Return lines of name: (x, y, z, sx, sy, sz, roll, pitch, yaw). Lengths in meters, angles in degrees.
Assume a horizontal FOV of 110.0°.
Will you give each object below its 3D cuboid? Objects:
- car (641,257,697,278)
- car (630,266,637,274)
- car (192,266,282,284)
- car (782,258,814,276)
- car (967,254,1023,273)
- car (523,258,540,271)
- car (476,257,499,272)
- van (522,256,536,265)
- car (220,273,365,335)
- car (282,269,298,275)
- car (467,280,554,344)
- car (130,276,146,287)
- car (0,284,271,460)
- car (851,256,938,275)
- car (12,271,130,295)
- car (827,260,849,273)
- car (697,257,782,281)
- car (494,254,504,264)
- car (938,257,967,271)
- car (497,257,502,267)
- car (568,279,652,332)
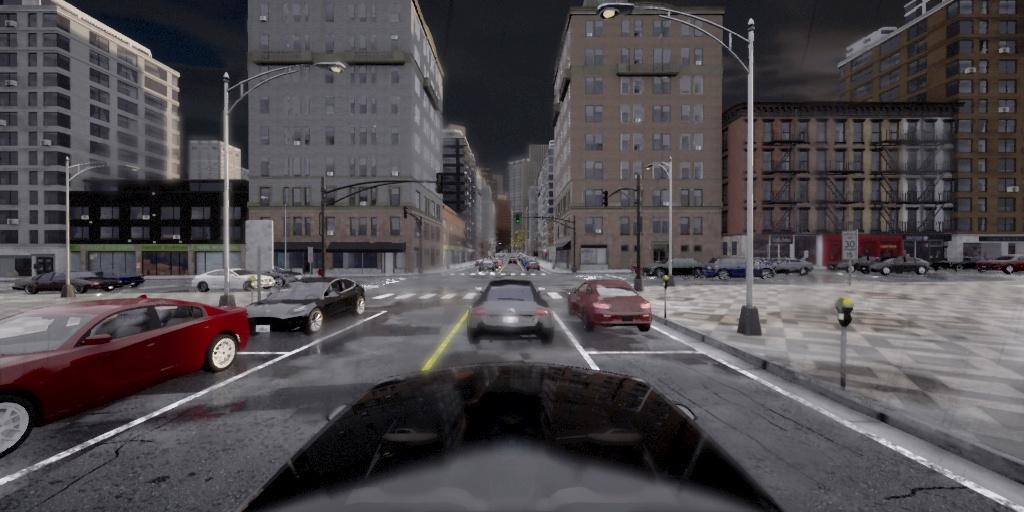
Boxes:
car: (13.332, 0.876, 29.865, 4.553, 1.767, 2.097, -1, 0, 0)
car: (13.480, 1.106, 33.117, 4.718, 1.301, 1.895, -1, 0, 0)
car: (-17.898, 1.521, 23.111, 4.674, 1.442, 1.812, -1, 0, 0)
car: (22.285, 0.889, 29.881, 4.902, 1.511, 2.128, -1, 0, 0)
car: (41.878, 0.608, 29.881, 5.008, 1.535, 1.882, -1, 0, 0)
car: (2.793, 1.258, 47.772, 1.802, 1.307, 4.207, 0, 0, 0)
car: (-3.073, 1.209, 45.563, 1.812, 1.442, 4.674, 0, 0, 2)
van: (2.811, 1.000, 53.324, 1.690, 1.789, 3.998, 0, 0, 0)
car: (-5.806, 1.314, 10.516, 1.948, 1.339, 4.313, 0, 0, 0)
car: (-17.997, 1.471, 26.407, 4.902, 1.511, 2.128, -1, 0, 4)
car: (-0.035, 1.313, 9.570, 1.994, 1.385, 4.181, 0, 0, 0)
car: (-30.055, 1.733, 26.338, 4.718, 1.301, 1.895, -1, 0, 0)
car: (-5.776, 1.295, 4.872, 1.888, 1.381, 4.507, 0, 0, 0)
car: (31.751, 0.772, 29.892, 4.892, 1.490, 1.837, -1, 0, 0)
car: (-28.528, 1.678, 23.090, 5.357, 1.411, 2.033, -1, 0, 0)
car: (31.992, 0.752, 33.144, 4.892, 1.490, 1.837, -1, 0, 0)
car: (16.630, 0.846, 26.422, 4.553, 1.767, 2.097, -1, 0, 0)
car: (-2.970, 0.971, 65.122, 2.097, 1.767, 4.553, 0, 0, 1)
car: (41.788, 0.716, 33.133, 4.718, 1.301, 1.895, -1, 0, 0)
car: (-3.039, 1.201, 55.213, 2.033, 1.411, 5.357, 0, 0, 0)
car: (2.719, 1.330, 10.560, 1.802, 1.307, 4.207, 0, 0, 0)
